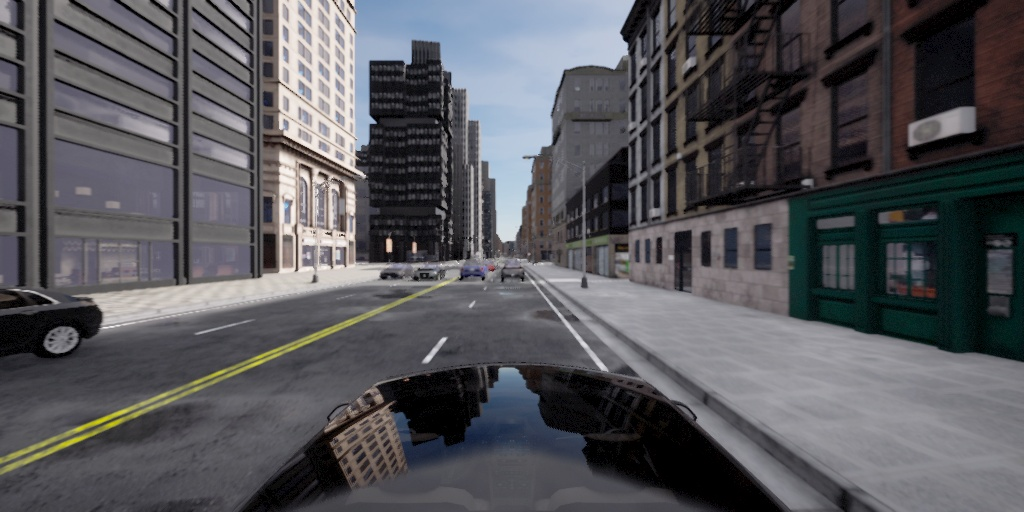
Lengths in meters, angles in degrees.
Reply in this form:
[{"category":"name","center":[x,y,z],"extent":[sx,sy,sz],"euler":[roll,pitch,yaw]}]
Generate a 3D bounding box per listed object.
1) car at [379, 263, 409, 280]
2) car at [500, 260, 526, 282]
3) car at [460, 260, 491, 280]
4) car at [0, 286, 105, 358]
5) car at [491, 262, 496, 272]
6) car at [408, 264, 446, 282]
[{"category":"car","center":[-9.825,1.304,31.432],"extent":[2.033,1.411,5.357],"euler":[0,0,0]},{"category":"car","center":[0.058,1.234,29.077],"extent":[2.128,1.511,4.902],"euler":[0,0,0]},{"category":"car","center":[-3.197,1.097,30.840],"extent":[2.097,1.767,4.553],"euler":[0,0,0]},{"category":"car","center":[-9.845,1.271,5.742],"extent":[1.837,1.490,4.892],"euler":[0,0,0]},{"category":"car","center":[-3.225,1.304,47.295],"extent":[1.994,1.385,4.181],"euler":[0,0,0]},{"category":"car","center":[-6.592,1.317,29.006],"extent":[1.994,1.385,4.181],"euler":[0,0,0]}]
